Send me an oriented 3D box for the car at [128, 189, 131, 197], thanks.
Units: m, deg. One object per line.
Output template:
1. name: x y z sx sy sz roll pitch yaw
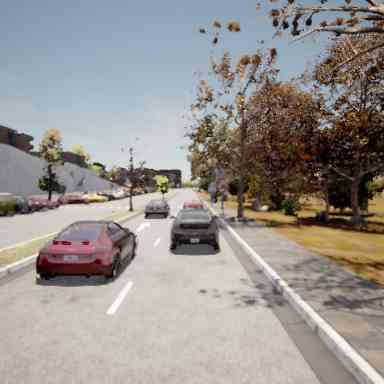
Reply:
1. car: -16.811 0.754 75.064 4.674 1.452 2.002 -1 1 -20

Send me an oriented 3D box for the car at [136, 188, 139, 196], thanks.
1. car: -16.794 0.498 84.060 5.008 1.535 2.097 -1 2 -20

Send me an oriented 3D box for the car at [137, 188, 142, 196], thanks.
1. car: -16.770 0.374 90.076 4.792 1.488 2.163 -1 1 -20

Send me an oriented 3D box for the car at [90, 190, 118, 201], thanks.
1. car: -16.799 0.726 60.056 5.566 2.045 2.435 -1 0 -20

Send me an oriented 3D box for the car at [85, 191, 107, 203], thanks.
1. car: -16.999 1.047 53.967 5.366 1.575 1.946 -1 1 -20

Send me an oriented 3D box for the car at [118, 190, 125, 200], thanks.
1. car: -16.644 0.878 66.113 5.366 1.575 1.946 -1 1 -20

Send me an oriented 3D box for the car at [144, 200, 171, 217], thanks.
1. car: -2.893 1.346 28.449 2.033 1.411 5.357 0 1 0

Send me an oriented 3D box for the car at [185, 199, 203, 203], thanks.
1. car: 0.107 1.364 31.992 1.895 1.301 4.718 0 1 0

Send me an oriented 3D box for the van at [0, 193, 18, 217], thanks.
1. van: -16.961 1.081 27.011 4.442 1.987 1.878 -1 1 -20

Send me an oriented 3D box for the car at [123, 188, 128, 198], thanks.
1. car: -16.842 0.581 69.035 5.566 2.045 2.435 -1 1 -20

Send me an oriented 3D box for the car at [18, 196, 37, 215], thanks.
1. car: -16.819 1.150 30.046 4.553 1.767 2.185 -1 1 -20

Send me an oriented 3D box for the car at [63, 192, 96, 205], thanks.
1. car: -16.806 1.135 48.044 4.792 1.488 2.163 -1 0 -20

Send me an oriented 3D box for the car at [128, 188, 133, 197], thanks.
1. car: -16.838 0.518 78.048 4.553 1.767 2.185 -1 1 -20

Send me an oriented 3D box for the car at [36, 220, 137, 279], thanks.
1. car: -2.898 1.525 9.961 1.994 1.385 4.181 0 0 0

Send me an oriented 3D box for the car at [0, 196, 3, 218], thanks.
1. car: -16.846 1.334 24.073 4.892 1.521 2.231 -1 1 -20

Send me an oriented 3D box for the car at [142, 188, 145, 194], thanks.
1. car: -16.772 0.020 93.072 5.566 2.045 2.435 -1 1 -20

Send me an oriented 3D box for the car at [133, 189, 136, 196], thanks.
1. car: -16.806 0.612 81.062 4.674 1.452 2.002 -1 1 -20

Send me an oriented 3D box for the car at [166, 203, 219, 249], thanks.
1. car: 0.104 1.435 14.099 1.837 1.490 4.892 0 0 0

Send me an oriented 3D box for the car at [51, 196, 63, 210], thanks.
1. car: -16.816 1.249 36.039 4.792 1.488 2.163 -1 0 -20

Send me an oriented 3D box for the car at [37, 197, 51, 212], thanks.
1. car: -16.840 1.288 33.020 4.674 1.452 2.002 -1 1 -20

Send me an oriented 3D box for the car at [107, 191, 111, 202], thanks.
1. car: -16.829 1.052 57.040 4.674 1.452 2.002 -1 0 -20
